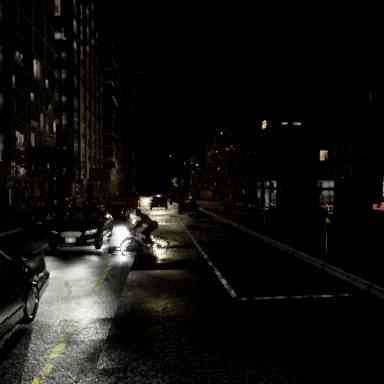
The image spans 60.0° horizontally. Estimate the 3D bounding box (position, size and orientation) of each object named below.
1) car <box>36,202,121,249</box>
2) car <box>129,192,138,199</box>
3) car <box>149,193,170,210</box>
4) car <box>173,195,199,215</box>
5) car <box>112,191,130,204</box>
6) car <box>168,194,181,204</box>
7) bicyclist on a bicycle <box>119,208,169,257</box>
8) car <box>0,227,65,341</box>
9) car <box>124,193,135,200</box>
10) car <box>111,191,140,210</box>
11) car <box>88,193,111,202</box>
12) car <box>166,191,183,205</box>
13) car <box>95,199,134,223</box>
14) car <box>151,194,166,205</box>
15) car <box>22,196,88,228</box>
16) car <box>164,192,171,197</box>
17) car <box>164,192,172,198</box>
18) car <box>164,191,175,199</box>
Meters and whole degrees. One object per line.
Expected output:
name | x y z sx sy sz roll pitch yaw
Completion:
car | -4.469 1.384 13.939 2.128 1.511 4.902 0 1 -6
car | -14.032 0.838 79.800 1.752 1.417 4.829 -1 1 -6
car | -3.720 1.205 37.446 1.812 1.442 4.674 0 0 -6
car | -0.400 1.286 30.572 2.008 1.369 4.403 -1 1 -6
car | -11.150 0.871 52.446 2.192 1.841 5.009 -1 1 -6
car | -2.829 1.057 53.486 1.752 1.417 4.829 -1 1 -6
bicyclist on a bicycle | -1.600 1.367 11.045 1.656 1.620 0.582 -2 1 -6
car | -3.436 1.525 4.214 2.033 1.411 5.357 0 1 -6
car | -12.888 0.954 68.961 1.887 1.381 4.507 -1 1 -6
car | -6.569 0.933 34.351 2.150 2.045 5.566 0 1 -5
car | -8.761 1.198 29.707 1.967 1.590 4.097 -1 1 -6
car | -2.235 0.897 47.811 2.192 1.841 5.009 -1 1 -6
car | -5.516 1.405 23.936 1.895 1.301 4.718 0 1 -6
car | -5.174 1.105 51.125 2.033 1.411 5.357 0 1 -6
car | -7.692 1.170 18.688 2.192 1.841 5.009 -1 1 -6
car | -6.874 0.773 91.844 1.802 1.307 4.206 -1 1 -6
car | -6.294 0.806 86.340 1.947 1.339 4.313 -1 1 -6
car | -5.137 0.653 75.331 2.192 1.841 5.009 -1 1 -6
